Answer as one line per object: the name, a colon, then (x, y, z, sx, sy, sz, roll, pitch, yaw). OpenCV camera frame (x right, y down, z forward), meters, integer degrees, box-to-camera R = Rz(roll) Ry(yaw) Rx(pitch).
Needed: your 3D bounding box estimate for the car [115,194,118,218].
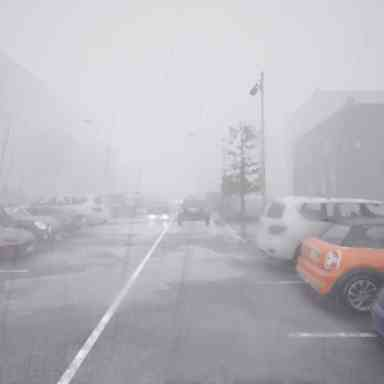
car: (-7.613, 1.221, 21.955, 4.553, 1.767, 2.185, 0, 0, 0)

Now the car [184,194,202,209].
car: (0.111, 1.099, 41.697, 2.097, 1.767, 4.553, 0, 0, 0)

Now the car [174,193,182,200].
car: (-2.981, 0.993, 73.541, 2.128, 1.511, 4.902, 0, 0, 0)

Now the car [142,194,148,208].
car: (-7.635, 1.263, 35.798, 5.008, 1.535, 2.097, 0, 0, 0)

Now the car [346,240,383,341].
car: (4.678, 1.495, 3.976, 4.674, 1.452, 2.002, 0, 0, 0)

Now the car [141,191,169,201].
car: (-7.603, 0.809, 69.445, 5.566, 2.045, 2.435, 0, 0, 0)

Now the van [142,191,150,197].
van: (-7.523, 1.020, 38.715, 4.442, 1.987, 1.878, 0, 0, 0)

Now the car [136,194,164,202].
car: (-7.663, 1.140, 61.065, 4.792, 1.488, 2.163, 0, 0, 0)

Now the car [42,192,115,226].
car: (-7.673, 1.112, 19.159, 5.566, 2.045, 2.435, 0, 0, 0)

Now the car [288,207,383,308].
car: (4.650, 1.312, 6.914, 4.553, 1.767, 2.185, 0, 0, 0)

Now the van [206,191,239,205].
van: (4.810, 0.950, 50.166, 4.442, 1.987, 1.878, 0, 0, 0)

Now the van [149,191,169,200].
van: (-7.746, 0.851, 77.801, 4.442, 1.987, 1.878, 0, 0, 0)

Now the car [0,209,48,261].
car: (-7.617, 1.444, 10.779, 4.792, 1.488, 2.163, 0, 0, 0)

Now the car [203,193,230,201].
car: (4.883, 1.073, 66.788, 5.366, 1.575, 1.946, 0, 0, 0)

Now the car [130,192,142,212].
car: (-7.672, 1.154, 33.127, 4.553, 1.767, 2.185, 0, 0, 0)

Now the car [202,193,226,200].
car: (4.704, 1.046, 72.496, 5.008, 1.535, 2.097, 0, 0, 0)

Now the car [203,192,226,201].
car: (4.667, 0.932, 69.706, 4.553, 1.767, 2.185, 0, 0, 0)

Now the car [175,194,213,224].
car: (0.106, 1.210, 23.258, 2.097, 1.767, 4.553, 0, 0, 0)

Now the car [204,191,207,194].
car: (4.722, 0.908, 52.957, 5.566, 2.045, 2.435, 0, 0, 0)

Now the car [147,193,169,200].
car: (-7.660, 1.080, 75.012, 4.792, 1.488, 2.163, 0, 0, 0)

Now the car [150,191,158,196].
car: (-7.605, 1.069, 47.095, 4.553, 1.767, 2.185, 0, 0, 0)

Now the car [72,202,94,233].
car: (-7.675, 1.410, 16.368, 4.792, 1.488, 2.163, 0, 0, 0)

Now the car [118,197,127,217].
car: (-7.672, 1.360, 24.747, 4.792, 1.488, 2.163, 0, 0, 0)

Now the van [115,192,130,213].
van: (-7.760, 1.087, 27.541, 4.442, 1.987, 1.878, 0, 0, 0)

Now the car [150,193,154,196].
car: (-7.645, 1.230, 41.510, 4.892, 1.521, 2.231, 0, 0, 0)

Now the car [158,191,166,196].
car: (-7.820, 1.124, 58.272, 5.366, 1.575, 1.946, 0, 0, 0)

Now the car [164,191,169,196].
car: (-7.603, 1.106, 66.653, 4.792, 1.488, 2.163, 0, 0, 0)

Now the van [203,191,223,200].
van: (4.816, 0.826, 75.272, 4.442, 1.987, 1.878, 0, 0, 0)

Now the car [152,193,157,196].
car: (-7.632, 1.213, 44.304, 4.892, 1.521, 2.231, 0, 0, 0)

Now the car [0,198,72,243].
car: (-7.678, 1.272, 13.574, 4.553, 1.767, 2.185, 0, 0, 0)

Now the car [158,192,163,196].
car: (-7.822, 1.158, 52.684, 5.366, 1.575, 1.946, 0, 0, 0)

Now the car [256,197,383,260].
car: (4.711, 1.169, 9.726, 5.566, 2.045, 2.435, 0, 0, 0)

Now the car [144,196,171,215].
car: (-3.088, 1.372, 31.665, 1.994, 1.385, 4.181, 0, 0, 0)
